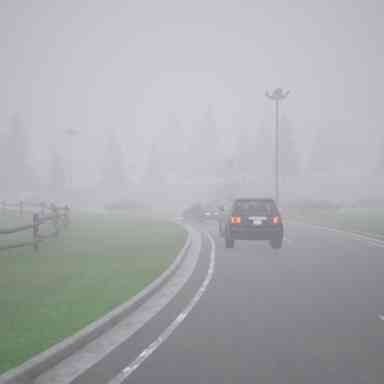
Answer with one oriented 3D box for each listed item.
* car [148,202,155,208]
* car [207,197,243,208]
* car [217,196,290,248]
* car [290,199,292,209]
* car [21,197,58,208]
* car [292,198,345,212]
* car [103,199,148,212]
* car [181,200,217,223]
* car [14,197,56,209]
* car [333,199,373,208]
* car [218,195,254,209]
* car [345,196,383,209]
[{"bbox_3d":[-7.386,1.550,41.503,5.357,1.411,2.033,0,0,2],"label":"car"},{"bbox_3d":[4.723,1.483,48.010,5.008,1.535,1.882,0,0,2],"label":"car"},{"bbox_3d":[2.458,1.220,14.875,2.150,2.045,5.566,0,0,1],"label":"car"},{"bbox_3d":[12.903,1.498,40.666,4.902,1.511,2.128,0,0,2],"label":"car"},{"bbox_3d":[-22.514,1.526,49.133,4.674,1.442,1.812,0,0,2],"label":"car"},{"bbox_3d":[14.031,1.607,37.117,4.718,1.301,1.895,0,0,2],"label":"car"},{"bbox_3d":[-7.748,1.528,38.013,4.674,1.442,1.812,0,0,2],"label":"car"},{"bbox_3d":[0.818,1.550,25.376,2.033,1.411,5.357,0,0,-20],"label":"car"},{"bbox_3d":[-21.727,1.478,45.597,5.008,1.535,1.882,0,0,2],"label":"car"},{"bbox_3d":[22.815,1.609,47.264,4.718,1.301,1.895,0,0,2],"label":"car"},{"bbox_3d":[5.856,1.356,44.460,4.553,1.767,2.097,0,0,2],"label":"car"},{"bbox_3d":[22.751,1.359,43.762,4.553,1.767,2.097,0,0,2],"label":"car"}]
